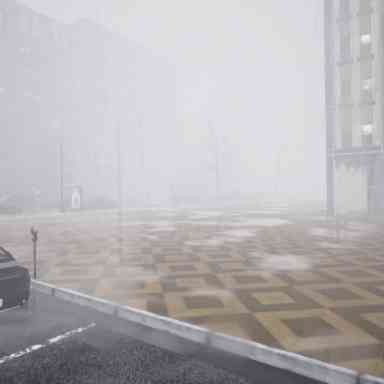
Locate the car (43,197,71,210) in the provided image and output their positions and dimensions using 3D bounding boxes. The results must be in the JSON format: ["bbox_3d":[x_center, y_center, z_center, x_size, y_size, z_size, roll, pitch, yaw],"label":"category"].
[{"bbox_3d":[-15.044,1.360,40.392,1.812,1.442,4.674,-1,0,36],"label":"car"}]

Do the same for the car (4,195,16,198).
[{"bbox_3d":[-20.613,1.385,32.700,1.882,1.535,5.008,-1,0,37],"label":"car"}]

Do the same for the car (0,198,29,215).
[{"bbox_3d":[-16.655,1.413,28.296,1.802,1.307,4.206,-1,0,36],"label":"car"}]

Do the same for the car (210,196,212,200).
[{"bbox_3d":[5.752,1.029,73.496,1.967,1.590,4.097,-1,0,36],"label":"car"}]

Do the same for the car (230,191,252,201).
[{"bbox_3d":[9.294,1.048,64.102,1.887,1.381,4.507,-1,0,36],"label":"car"}]

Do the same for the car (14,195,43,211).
[{"bbox_3d":[-20.199,1.228,37.691,2.192,1.841,5.009,-1,0,36],"label":"car"}]

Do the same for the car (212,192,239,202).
[{"bbox_3d":[6.050,1.093,59.626,2.008,1.369,4.403,-1,0,36],"label":"car"}]

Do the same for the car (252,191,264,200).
[{"bbox_3d":[12.537,1.046,68.577,1.802,1.307,4.206,-1,0,36],"label":"car"}]

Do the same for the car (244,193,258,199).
[{"bbox_3d":[15.484,1.040,86.923,1.947,1.339,4.313,-1,0,36],"label":"car"}]

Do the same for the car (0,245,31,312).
[{"bbox_3d":[-4.903,1.553,6.548,4.403,1.369,2.008,0,-1,36],"label":"car"}]

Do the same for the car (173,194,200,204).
[{"bbox_3d":[-0.439,1.062,50.675,1.967,1.590,4.097,-1,0,36],"label":"car"}]

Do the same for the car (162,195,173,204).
[{"bbox_3d":[-3.155,1.175,56.707,2.128,1.511,4.902,-1,0,37],"label":"car"}]

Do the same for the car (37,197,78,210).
[{"bbox_3d":[-16.952,1.415,42.167,1.887,1.381,4.507,-1,0,36],"label":"car"}]

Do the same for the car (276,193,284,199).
[{"bbox_3d":[19.024,0.938,77.528,2.008,1.369,4.403,-1,0,36],"label":"car"}]

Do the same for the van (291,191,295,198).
[{"bbox_3d":[25.510,0.654,86.480,1.690,1.788,3.998,-1,0,36],"label":"van"}]

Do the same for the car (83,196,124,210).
[{"bbox_3d":[-10.169,1.186,37.248,1.967,1.590,4.097,-1,0,36],"label":"car"}]

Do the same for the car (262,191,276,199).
[{"bbox_3d":[15.778,0.741,73.053,2.192,1.841,5.009,-1,0,36],"label":"car"}]

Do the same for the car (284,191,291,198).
[{"bbox_3d":[22.269,0.932,82.005,1.802,1.307,4.206,-1,0,36],"label":"car"}]

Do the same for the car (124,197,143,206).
[{"bbox_3d":[-9.331,1.361,48.271,1.895,1.301,4.718,-1,0,36],"label":"car"}]
